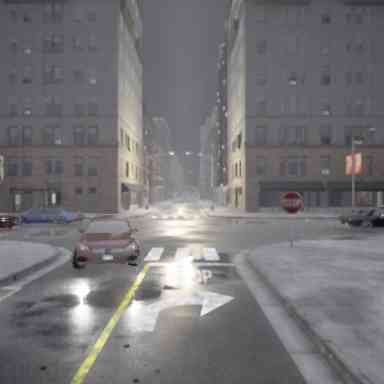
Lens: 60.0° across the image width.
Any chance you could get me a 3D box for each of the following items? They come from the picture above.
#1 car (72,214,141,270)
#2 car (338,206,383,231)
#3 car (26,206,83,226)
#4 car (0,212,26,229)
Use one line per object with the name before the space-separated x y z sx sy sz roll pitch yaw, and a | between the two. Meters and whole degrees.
car | -2.883 1.601 11.618 1.812 1.442 4.674 1 -1 -13
car | 11.947 1.719 21.000 4.718 1.301 1.895 0 0 0
car | -10.706 1.714 24.405 5.357 1.411 2.033 0 0 0
car | -13.563 1.631 20.947 5.008 1.535 1.882 0 0 0
